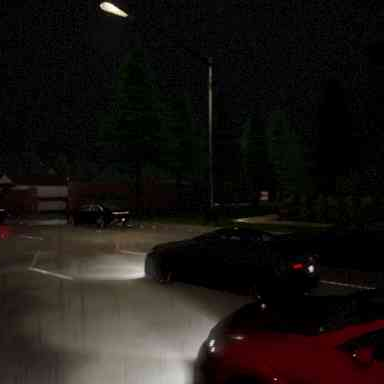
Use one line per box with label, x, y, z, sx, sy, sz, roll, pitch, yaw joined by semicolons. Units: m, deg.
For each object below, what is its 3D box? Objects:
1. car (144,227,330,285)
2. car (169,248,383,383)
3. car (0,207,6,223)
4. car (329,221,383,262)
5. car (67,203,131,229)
car;0.848;1.561;8.060;4.181;1.385;1.994;0;0;35
car;2.079;1.564;2.901;4.181;1.385;1.994;0;0;35
car;-15.170;1.467;23.696;4.902;1.511;2.128;0;0;35
car;4.814;1.547;9.541;5.357;1.411;2.033;0;0;35
car;-6.142;1.476;21.590;4.902;1.511;2.128;0;0;35
